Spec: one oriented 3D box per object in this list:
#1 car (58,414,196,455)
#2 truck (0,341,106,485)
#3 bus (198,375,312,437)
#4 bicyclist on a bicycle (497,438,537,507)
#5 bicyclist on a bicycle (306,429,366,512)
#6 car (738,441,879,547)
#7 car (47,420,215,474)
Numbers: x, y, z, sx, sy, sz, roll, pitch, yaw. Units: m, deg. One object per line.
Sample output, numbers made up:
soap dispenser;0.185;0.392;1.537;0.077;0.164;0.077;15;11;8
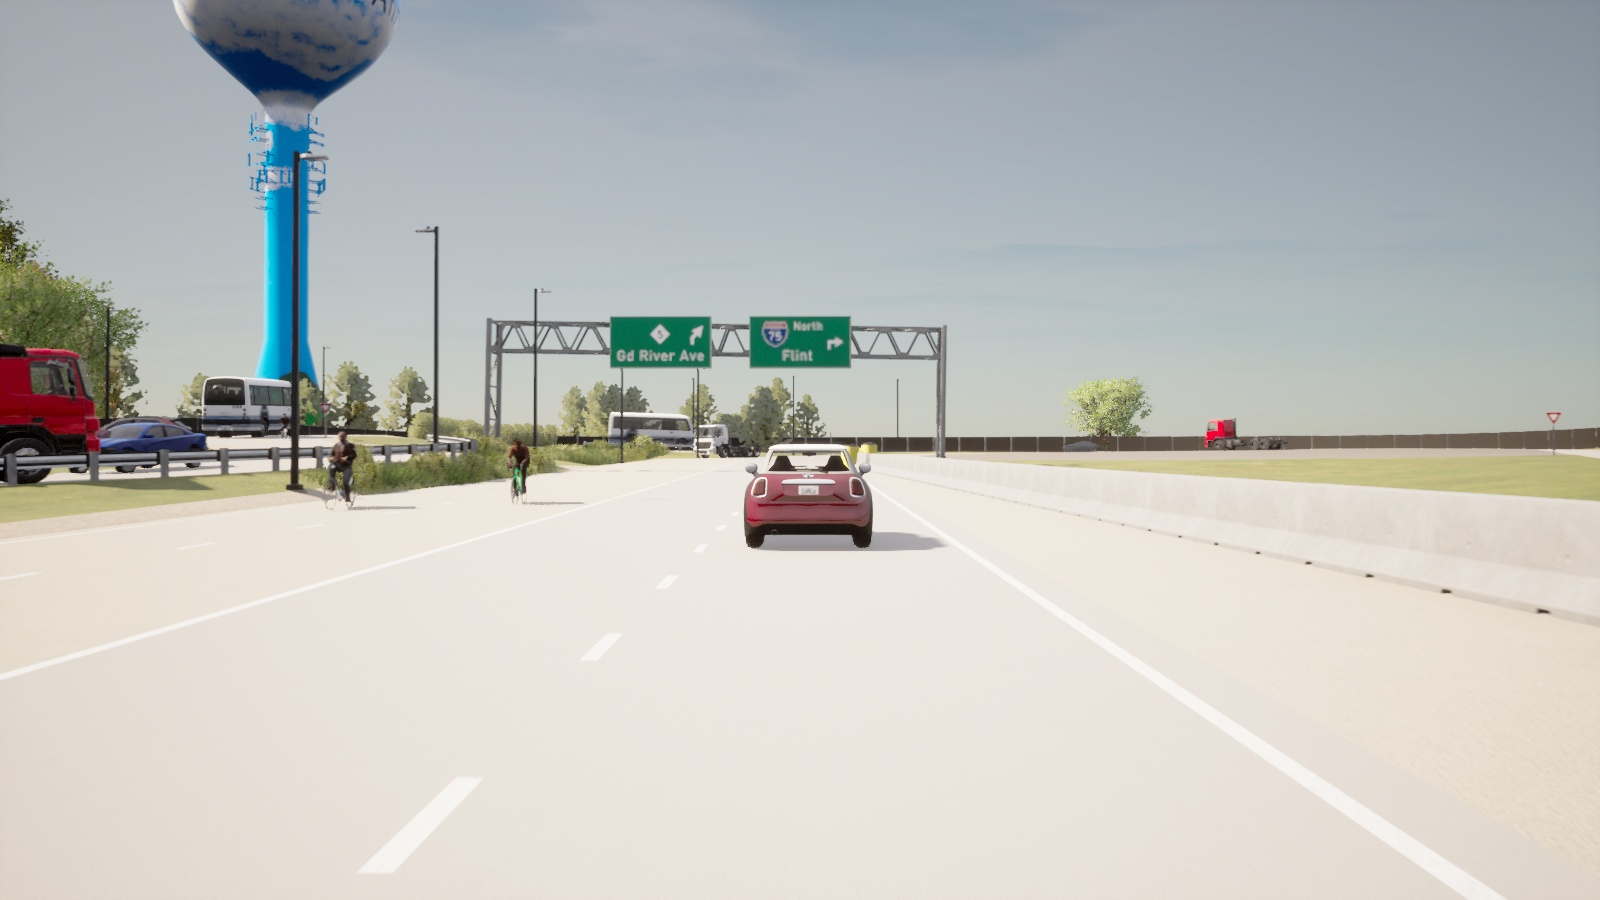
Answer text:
car;-28.879;-0.686;54.042;4.856;1.649;2.033;-1;3;-14
truck;-21.502;-0.836;30.184;7.936;3.462;2.891;-3;2;-39
bus;-39.360;-3.120;91.204;3.944;4.253;10.273;0;1;-1
bicyclist on a bicycle;-6.812;0.517;30.326;0.582;1.620;1.656;0;1;0
bicyclist on a bicycle;-10.325;0.443;28.010;0.659;1.776;1.843;0;0;0
car;0.126;0.603;19.413;1.970;1.475;3.806;0;0;0
car;-20.864;-0.143;39.451;1.882;1.535;5.008;0;2;11
